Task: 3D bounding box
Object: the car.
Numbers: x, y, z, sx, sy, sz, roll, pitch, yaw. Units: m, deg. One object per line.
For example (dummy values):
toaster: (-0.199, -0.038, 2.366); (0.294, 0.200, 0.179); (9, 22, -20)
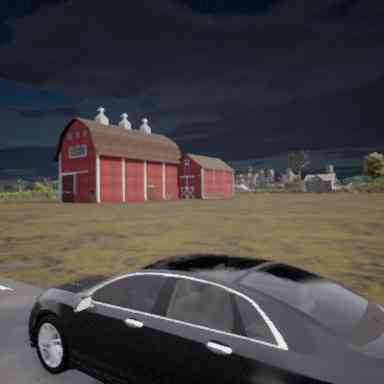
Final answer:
car: (-0.040, 1.510, 3.990); (4.892, 1.490, 1.837); (0, 0, 36)
